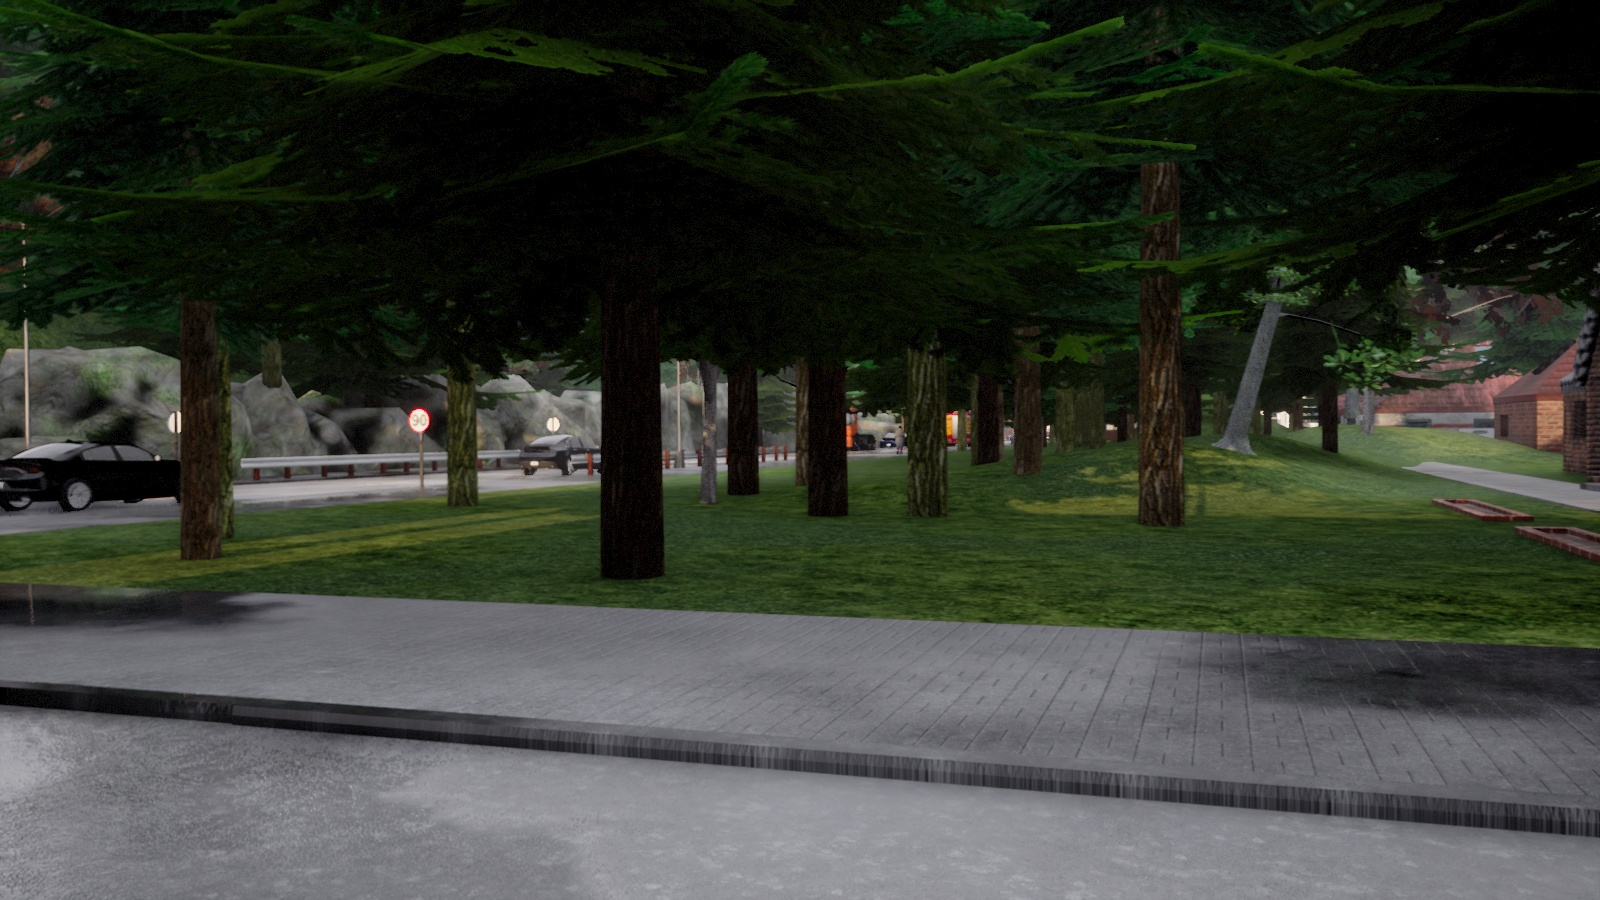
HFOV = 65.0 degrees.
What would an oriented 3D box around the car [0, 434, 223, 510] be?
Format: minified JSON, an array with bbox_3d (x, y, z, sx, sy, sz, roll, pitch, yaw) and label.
[{"bbox_3d":[-15.528,0.413,28.047,1.882,1.535,5.008,0,1,19],"label":"car"}]

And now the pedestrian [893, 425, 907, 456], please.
[{"bbox_3d":[6.223,-0.599,78.260,0.659,1.952,0.873,0,1,20],"label":"pedestrian"}]

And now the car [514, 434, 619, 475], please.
[{"bbox_3d":[-8.879,0.143,48.170,1.837,1.490,4.892,0,1,18],"label":"car"}]

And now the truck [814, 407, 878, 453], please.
[{"bbox_3d":[3.710,-1.583,98.570,2.891,3.462,7.936,0,1,18],"label":"truck"}]
